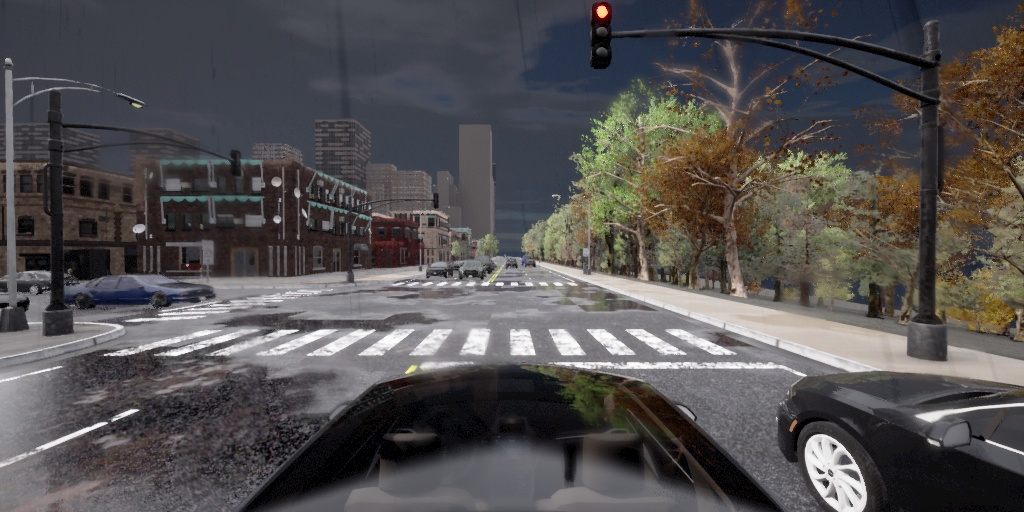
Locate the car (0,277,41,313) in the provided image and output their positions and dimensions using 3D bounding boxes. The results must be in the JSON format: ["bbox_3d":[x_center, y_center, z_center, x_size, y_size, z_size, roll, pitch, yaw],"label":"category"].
[{"bbox_3d":[-19.973,1.565,12.639,4.313,1.339,1.948,0,0,0],"label":"car"}]

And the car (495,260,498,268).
[{"bbox_3d":[-3.457,1.296,50.784,1.994,1.385,4.181,0,0,0],"label":"car"}]

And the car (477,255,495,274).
[{"bbox_3d":[-3.435,0.958,41.278,2.150,2.045,5.566,0,0,0],"label":"car"}]

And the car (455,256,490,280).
[{"bbox_3d":[-3.413,1.093,31.699,2.097,1.767,4.553,0,0,0],"label":"car"}]

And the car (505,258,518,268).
[{"bbox_3d":[-0.040,1.230,60.344,1.837,1.490,4.892,0,-1,0],"label":"car"}]

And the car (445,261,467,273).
[{"bbox_3d":[-6.683,1.336,43.487,1.895,1.301,4.718,0,0,0],"label":"car"}]

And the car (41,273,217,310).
[{"bbox_3d":[-16.058,1.473,15.430,5.357,1.411,2.033,-1,1,-2],"label":"car"}]

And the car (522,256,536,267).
[{"bbox_3d":[3.203,1.231,63.662,1.837,1.490,4.892,0,0,0],"label":"car"}]

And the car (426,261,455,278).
[{"bbox_3d":[-6.664,1.218,33.525,1.882,1.535,5.008,0,0,0],"label":"car"}]

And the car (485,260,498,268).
[{"bbox_3d":[-3.449,1.329,61.065,1.895,1.301,4.718,0,0,1],"label":"car"}]

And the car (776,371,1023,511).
[{"bbox_3d":[3.366,1.255,1.263,1.837,1.490,4.892,0,0,-2],"label":"car"}]

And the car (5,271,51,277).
[{"bbox_3d":[-28.326,1.560,21.131,4.403,1.370,2.007,0,0,0],"label":"car"}]
